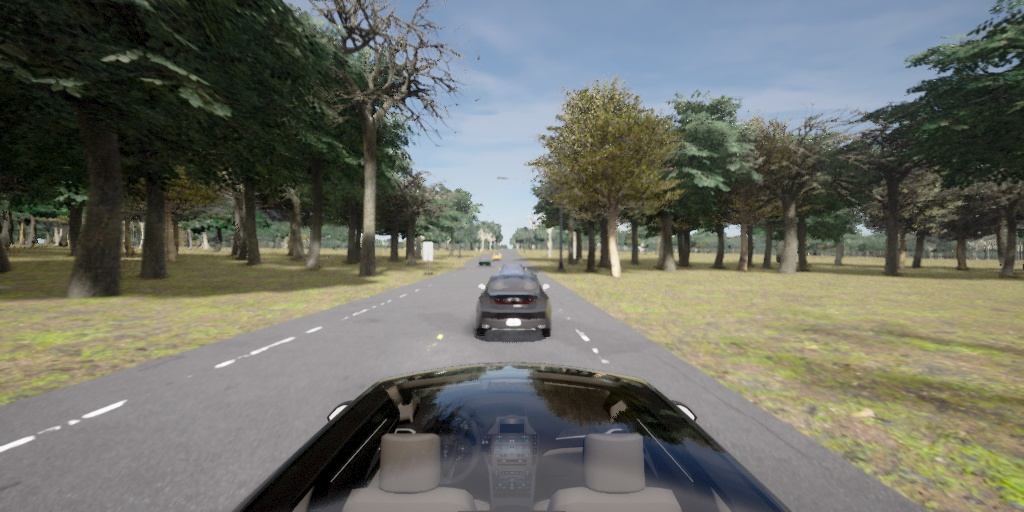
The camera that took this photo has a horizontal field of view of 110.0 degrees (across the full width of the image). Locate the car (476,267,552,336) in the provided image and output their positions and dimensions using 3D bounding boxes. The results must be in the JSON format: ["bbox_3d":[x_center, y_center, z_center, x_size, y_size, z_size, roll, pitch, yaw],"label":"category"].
[{"bbox_3d":[0.052,1.214,10.281,1.837,1.490,4.892,0,0,0],"label":"car"}]

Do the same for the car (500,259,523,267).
[{"bbox_3d":[0.047,1.166,24.640,2.033,1.411,5.357,0,1,1],"label":"car"}]

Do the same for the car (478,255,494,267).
[{"bbox_3d":[-3.887,0.888,51.694,1.895,1.301,4.718,0,1,-3],"label":"car"}]
